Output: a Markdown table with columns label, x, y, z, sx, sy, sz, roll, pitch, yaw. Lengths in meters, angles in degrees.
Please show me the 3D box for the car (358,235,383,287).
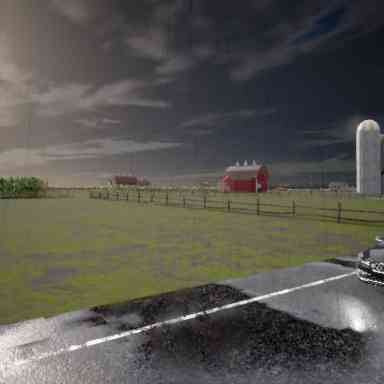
| label | x | y | z | sx | sy | sz | roll | pitch | yaw |
| --- | --- | --- | --- | --- | --- | --- | --- | --- | --- |
| car | 6.062 | 1.502 | 8.303 | 4.892 | 1.490 | 1.837 | 0 | 0 | -36 |
